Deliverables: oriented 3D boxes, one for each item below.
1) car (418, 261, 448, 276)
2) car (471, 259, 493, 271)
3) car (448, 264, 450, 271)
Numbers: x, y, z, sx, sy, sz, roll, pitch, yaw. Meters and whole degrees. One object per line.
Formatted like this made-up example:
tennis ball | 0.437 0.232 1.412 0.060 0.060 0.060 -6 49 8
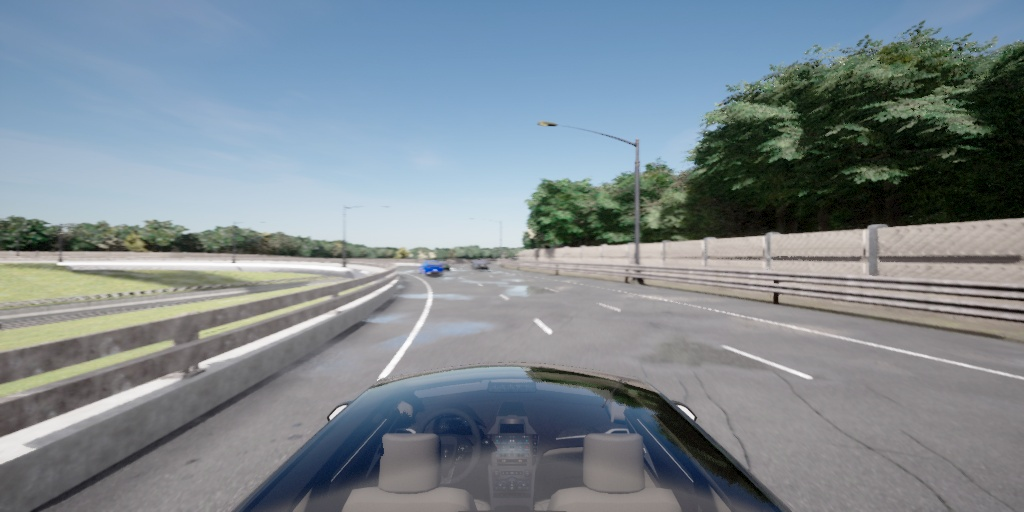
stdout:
car | -8.322 1.200 36.638 1.882 1.535 5.008 0 0 -23
car | -4.355 1.277 48.307 2.033 1.411 5.357 0 0 -14
car | -9.576 1.281 47.085 1.994 1.385 4.181 0 0 -28
